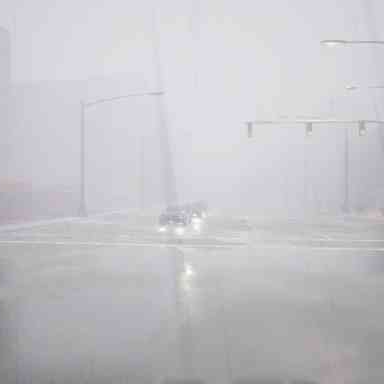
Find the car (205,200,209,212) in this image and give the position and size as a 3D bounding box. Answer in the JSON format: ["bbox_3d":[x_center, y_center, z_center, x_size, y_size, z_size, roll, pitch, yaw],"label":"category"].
[{"bbox_3d":[1.194,1.834,44.276,2.128,1.511,4.902,0,-1,7],"label":"car"}]

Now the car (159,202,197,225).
[{"bbox_3d":[-1.088,1.645,24.947,2.033,1.411,5.357,0,-1,7],"label":"car"}]

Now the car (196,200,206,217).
[{"bbox_3d":[0.038,1.805,34.482,1.895,1.301,4.718,0,-1,7],"label":"car"}]
